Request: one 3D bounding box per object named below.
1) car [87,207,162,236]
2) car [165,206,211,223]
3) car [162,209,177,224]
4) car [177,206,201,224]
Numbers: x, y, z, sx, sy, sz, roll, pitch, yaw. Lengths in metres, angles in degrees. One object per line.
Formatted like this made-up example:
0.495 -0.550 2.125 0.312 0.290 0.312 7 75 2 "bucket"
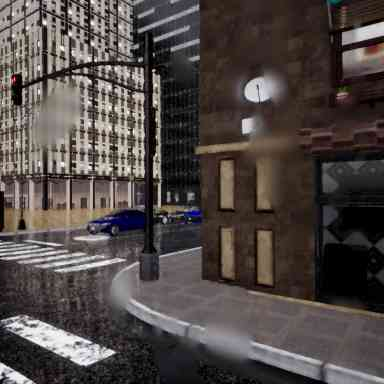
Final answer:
-4.172 1.773 20.248 1.812 1.442 4.674 -1 -1 33 "car"
-0.324 1.975 30.481 2.008 1.369 4.403 -2 -2 35 "car"
-3.526 1.894 25.924 2.008 1.369 4.403 -2 -2 35 "car"
1.247 1.863 27.965 1.882 1.535 5.008 -1 -1 35 "car"
